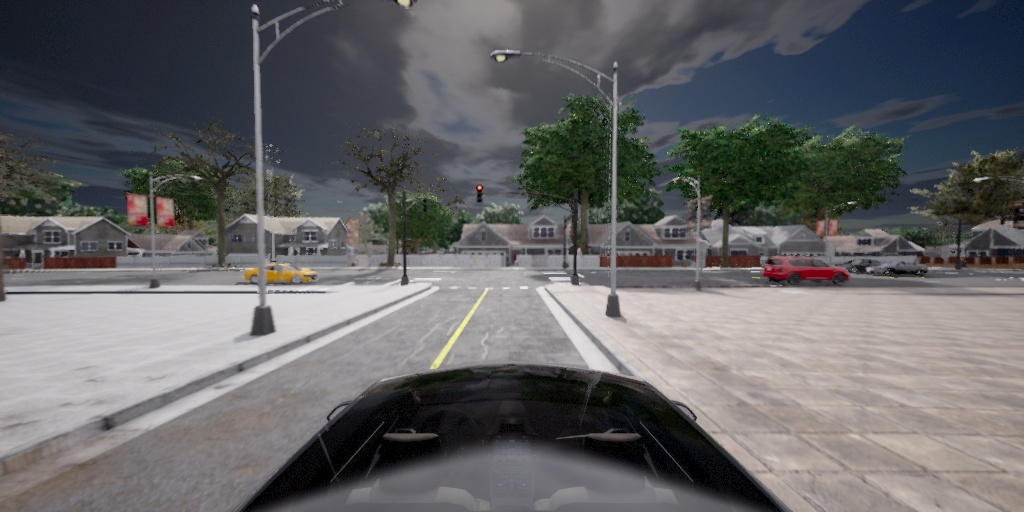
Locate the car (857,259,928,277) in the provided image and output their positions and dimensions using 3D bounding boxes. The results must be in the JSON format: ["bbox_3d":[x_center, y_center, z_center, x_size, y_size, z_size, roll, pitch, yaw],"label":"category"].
[{"bbox_3d":[36.085,1.153,33.784,4.902,1.511,2.128,0,2,0],"label":"car"}]

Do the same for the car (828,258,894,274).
[{"bbox_3d":[35.987,1.046,37.033,4.892,1.490,1.837,1,2,0],"label":"car"}]

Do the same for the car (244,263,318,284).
[{"bbox_3d":[-17.412,1.323,27.206,5.008,1.535,1.882,1,2,0],"label":"car"}]

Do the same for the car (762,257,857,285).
[{"bbox_3d":[22.175,1.120,27.217,5.566,2.045,2.150,0,2,0],"label":"car"}]
